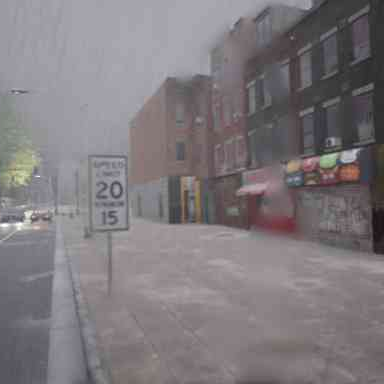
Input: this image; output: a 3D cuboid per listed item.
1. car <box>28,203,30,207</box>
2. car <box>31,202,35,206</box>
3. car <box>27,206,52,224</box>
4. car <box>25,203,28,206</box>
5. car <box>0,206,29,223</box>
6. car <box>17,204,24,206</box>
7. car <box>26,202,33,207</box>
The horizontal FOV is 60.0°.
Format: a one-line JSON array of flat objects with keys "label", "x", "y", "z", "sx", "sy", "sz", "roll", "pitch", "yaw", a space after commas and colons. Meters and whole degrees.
[{"label": "car", "x": -35.833, "y": 3.429, "z": 69.742, "sx": 1.947, "sy": 1.339, "sz": 4.313, "roll": 1, "pitch": -2, "yaw": -22}, {"label": "car", "x": -42.080, "y": 3.597, "z": 84.853, "sx": 2.192, "sy": 1.841, "sz": 5.009, "roll": 1, "pitch": -2, "yaw": -22}, {"label": "car", "x": -15.192, "y": 2.420, "z": 33.647, "sx": 1.895, "sy": 1.301, "sz": 4.718, "roll": -1, "pitch": -1, "yaw": -21}, {"label": "car", "x": -33.750, "y": 3.280, "z": 64.707, "sx": 2.008, "sy": 1.369, "sz": 4.403, "roll": 1, "pitch": -2, "yaw": -22}, {"label": "car", "x": -18.689, "y": 2.471, "z": 34.898, "sx": 1.994, "sy": 1.385, "sz": 4.181, "roll": -1, "pitch": -1, "yaw": -22}, {"label": "car", "x": -31.050, "y": 3.106, "z": 58.105, "sx": 2.008, "sy": 1.369, "sz": 4.403, "roll": 1, "pitch": -2, "yaw": -22}, {"label": "car", "x": -39.997, "y": 3.722, "z": 79.811, "sx": 1.802, "sy": 1.307, "sz": 4.206, "roll": 1, "pitch": -2, "yaw": -22}]
